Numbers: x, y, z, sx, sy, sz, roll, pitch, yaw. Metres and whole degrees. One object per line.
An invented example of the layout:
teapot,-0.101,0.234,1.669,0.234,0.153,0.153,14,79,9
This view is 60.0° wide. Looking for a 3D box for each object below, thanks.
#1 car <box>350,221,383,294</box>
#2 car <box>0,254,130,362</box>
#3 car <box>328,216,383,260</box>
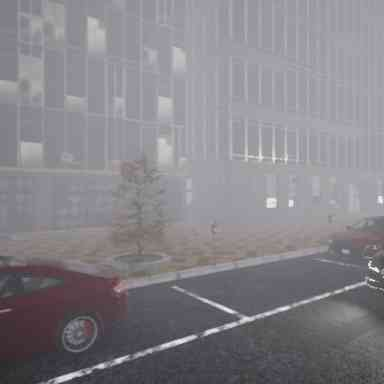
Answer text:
car,5.854,1.467,7.553,4.892,1.490,1.837,0,0,-35
car,-2.917,1.582,4.477,4.206,1.307,1.802,0,0,-35
car,6.352,1.496,11.087,4.507,1.381,1.887,0,0,-35
